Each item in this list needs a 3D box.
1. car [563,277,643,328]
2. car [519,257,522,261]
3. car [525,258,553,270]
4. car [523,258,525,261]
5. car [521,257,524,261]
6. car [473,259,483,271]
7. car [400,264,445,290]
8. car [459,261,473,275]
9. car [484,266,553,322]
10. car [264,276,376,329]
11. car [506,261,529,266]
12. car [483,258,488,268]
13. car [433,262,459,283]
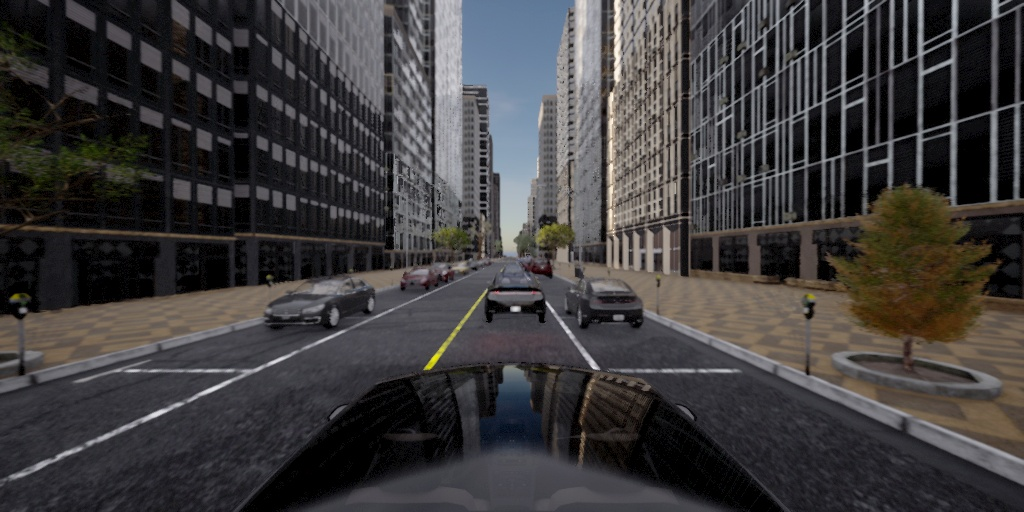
[{"bbox_3d":[2.690,1.320,11.205,2.007,1.370,4.403,0,0,0],"label":"car"},{"bbox_3d":[2.688,1.309,62.358,1.967,1.591,4.097,0,0,0],"label":"car"},{"bbox_3d":[2.689,1.129,33.940,2.192,1.841,5.009,0,0,0],"label":"car"},{"bbox_3d":[2.689,1.141,39.624,2.192,1.841,5.009,0,0,0],"label":"car"},{"bbox_3d":[2.689,1.287,50.991,1.967,1.591,4.097,0,0,0],"label":"car"},{"bbox_3d":[-5.692,1.414,50.991,1.948,1.339,4.313,0,0,0],"label":"car"},{"bbox_3d":[-5.692,1.374,22.572,1.802,1.307,4.207,0,0,0],"label":"car"},{"bbox_3d":[-5.691,1.351,39.454,1.751,1.417,4.829,0,0,0],"label":"car"},{"bbox_3d":[0.099,1.263,12.389,2.128,1.511,4.902,0,0,0],"label":"car"},{"bbox_3d":[-5.691,1.320,11.205,2.007,1.370,4.403,0,0,0],"label":"car"},{"bbox_3d":[0.102,1.356,30.695,2.033,1.411,5.357,0,0,0],"label":"car"},{"bbox_3d":[-5.692,1.419,62.358,2.007,1.370,4.403,0,0,0],"label":"car"},{"bbox_3d":[-5.692,1.243,28.256,1.967,1.591,4.097,0,0,0],"label":"car"}]
